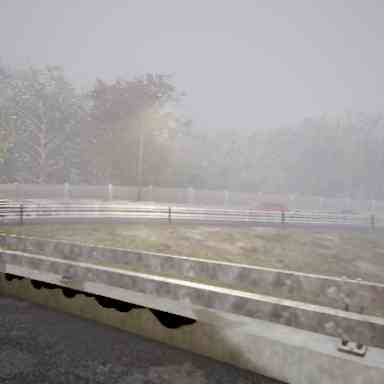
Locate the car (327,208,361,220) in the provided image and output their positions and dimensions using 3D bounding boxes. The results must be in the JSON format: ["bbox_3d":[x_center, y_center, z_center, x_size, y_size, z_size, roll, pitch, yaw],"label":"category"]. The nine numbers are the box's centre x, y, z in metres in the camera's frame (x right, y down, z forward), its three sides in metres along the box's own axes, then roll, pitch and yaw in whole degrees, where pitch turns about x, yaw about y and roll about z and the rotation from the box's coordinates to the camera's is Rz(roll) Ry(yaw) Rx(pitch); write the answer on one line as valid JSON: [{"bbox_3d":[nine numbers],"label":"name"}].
[{"bbox_3d":[16.354,2.545,36.643,4.892,1.490,1.837,4,-1,-19],"label":"car"}]

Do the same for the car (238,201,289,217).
[{"bbox_3d":[7.131,1.889,33.404,5.566,2.045,2.150,4,-1,-19],"label":"car"}]
